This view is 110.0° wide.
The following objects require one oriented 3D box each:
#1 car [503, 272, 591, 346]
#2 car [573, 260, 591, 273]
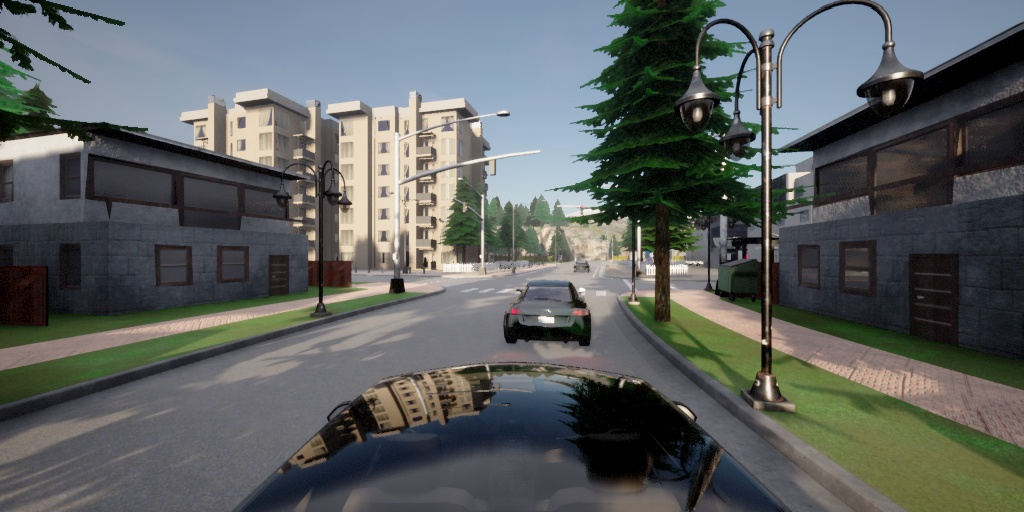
[{"bbox_3d":[1.011,1.314,9.513,1.994,1.385,4.181,0,0,9],"label":"car"},{"bbox_3d":[8.780,1.276,44.953,2.128,1.511,4.902,0,0,14],"label":"car"}]
